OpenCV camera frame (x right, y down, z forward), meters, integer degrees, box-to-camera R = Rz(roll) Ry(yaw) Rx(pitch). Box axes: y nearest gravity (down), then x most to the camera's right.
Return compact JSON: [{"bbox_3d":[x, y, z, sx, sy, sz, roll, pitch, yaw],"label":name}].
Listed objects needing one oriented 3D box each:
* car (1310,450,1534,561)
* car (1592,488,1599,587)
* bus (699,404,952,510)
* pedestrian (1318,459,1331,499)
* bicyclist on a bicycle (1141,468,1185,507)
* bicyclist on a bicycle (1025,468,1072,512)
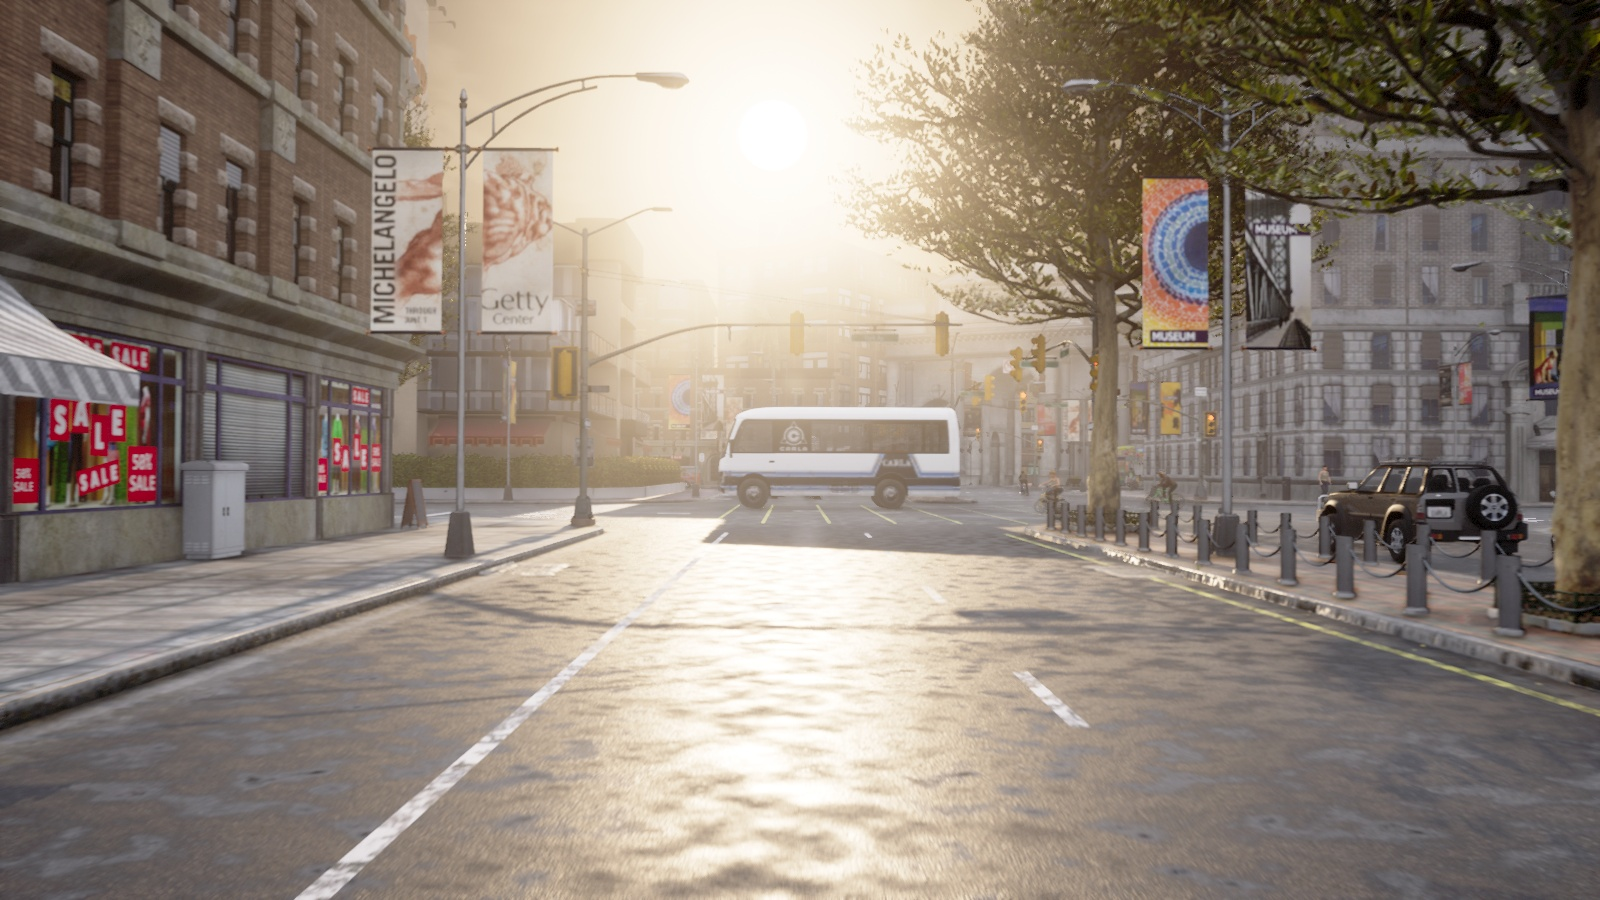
[{"bbox_3d":[11.382,0.978,23.398,1.932,1.855,4.605,0,-1,1],"label":"car"},{"bbox_3d":[11.465,1.109,14.305,1.895,1.301,4.718,0,-1,0],"label":"car"},{"bbox_3d":[1.029,0.323,53.105,10.273,4.253,3.944,0,-1,0],"label":"bus"},{"bbox_3d":[24.760,1.365,59.309,0.345,1.836,0.594,0,-1,-3],"label":"pedestrian"},{"bbox_3d":[15.376,1.597,53.199,1.656,1.620,0.582,-1,-1,0],"label":"bicyclist on a bicycle"},{"bbox_3d":[9.376,1.506,47.347,1.509,1.612,0.866,0,0,-25],"label":"bicyclist on a bicycle"}]
